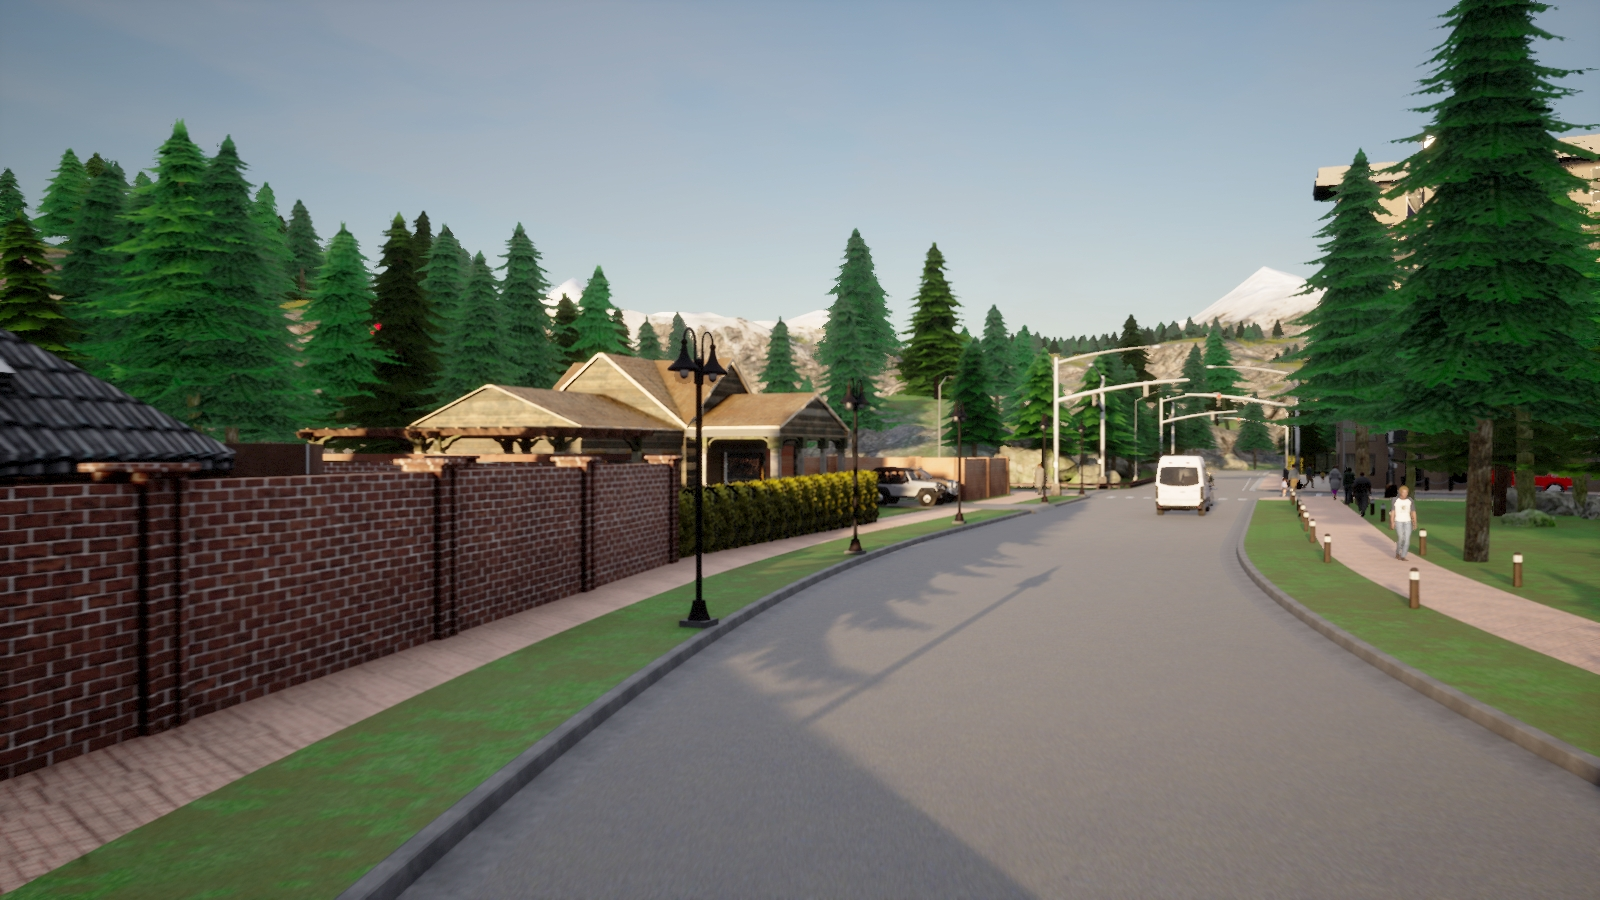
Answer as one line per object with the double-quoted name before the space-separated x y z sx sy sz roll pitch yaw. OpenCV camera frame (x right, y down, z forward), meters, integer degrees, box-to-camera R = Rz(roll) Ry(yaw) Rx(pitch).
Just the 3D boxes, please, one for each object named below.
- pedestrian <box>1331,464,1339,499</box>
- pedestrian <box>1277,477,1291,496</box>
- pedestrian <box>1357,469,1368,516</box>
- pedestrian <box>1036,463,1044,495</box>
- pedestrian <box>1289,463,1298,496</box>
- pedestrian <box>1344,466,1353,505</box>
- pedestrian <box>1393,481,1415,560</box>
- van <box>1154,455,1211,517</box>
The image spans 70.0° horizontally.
"pedestrian" 28.630 1.667 61.125 0.375 1.860 0.375 0 0 23
"pedestrian" 27.651 2.093 65.298 0.500 1.100 0.500 0 0 -22
"pedestrian" 22.133 1.664 44.967 0.375 1.860 0.375 0 0 26
"pedestrian" 14.003 1.667 66.686 0.375 1.860 0.375 0 0 32
"pedestrian" 28.252 1.679 65.357 0.375 1.860 0.375 0 0 8
"pedestrian" 25.801 1.663 53.756 0.375 1.860 0.375 0 0 21
"pedestrian" 14.385 1.665 27.218 0.375 1.860 0.375 0 0 15
"van" 16.938 1.502 50.378 1.988 2.561 5.915 0 0 22
